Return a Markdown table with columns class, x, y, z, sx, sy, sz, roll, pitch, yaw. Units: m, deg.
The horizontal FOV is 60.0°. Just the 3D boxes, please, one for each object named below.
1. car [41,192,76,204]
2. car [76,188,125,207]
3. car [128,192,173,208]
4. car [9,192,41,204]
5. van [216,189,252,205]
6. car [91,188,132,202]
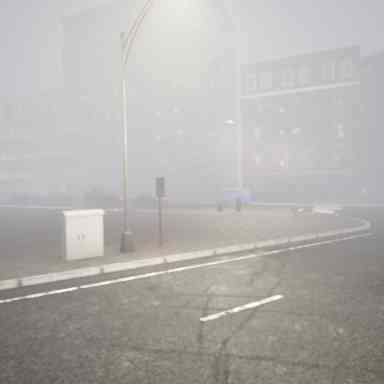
| class | x | y | z | sx | sy | sz | roll | pitch | yaw |
| --- | --- | --- | --- | --- | --- | --- | --- | --- | --- |
| car | -15.529 | 0.707 | 40.170 | 4.181 | 1.385 | 1.994 | 0 | 1 | 24 |
| car | -9.031 | 0.573 | 34.499 | 5.009 | 1.841 | 2.192 | 0 | 0 | 24 |
| car | -3.874 | 0.881 | 32.239 | 4.206 | 1.307 | 1.802 | 0 | 0 | 24 |
| car | -19.356 | 0.719 | 39.022 | 4.507 | 1.381 | 1.887 | 0 | 0 | 24 |
| van | 4.743 | 0.506 | 37.611 | 3.998 | 1.788 | 1.690 | 0 | 0 | 24 |
| car | -10.733 | 0.359 | 44.391 | 5.009 | 1.841 | 2.192 | 0 | 0 | 24 |
